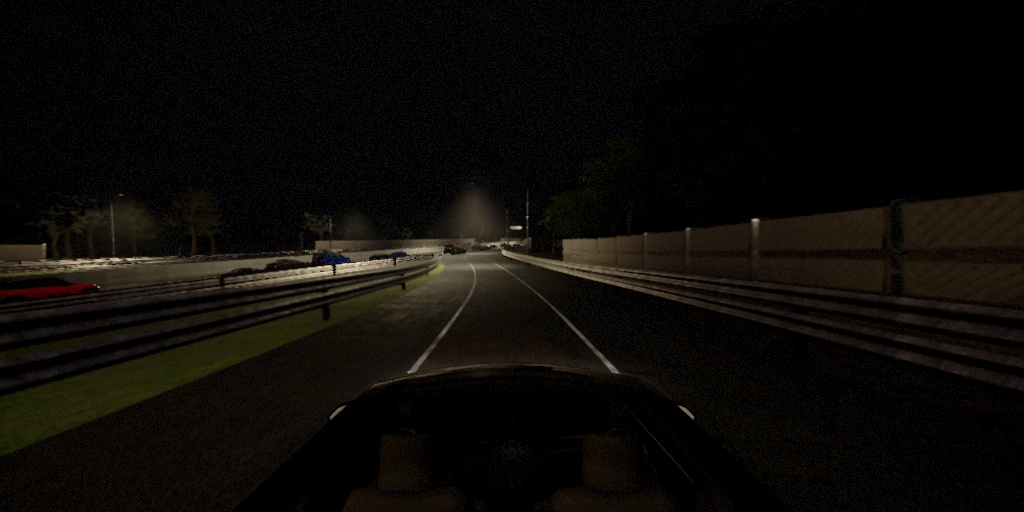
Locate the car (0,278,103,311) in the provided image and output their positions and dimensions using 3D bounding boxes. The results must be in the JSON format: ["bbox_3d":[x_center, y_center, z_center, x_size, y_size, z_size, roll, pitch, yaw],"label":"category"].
[{"bbox_3d":[-28.054,2.074,21.567,2.097,1.767,4.553,0,3,13],"label":"car"}]

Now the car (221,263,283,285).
[{"bbox_3d":[-22.340,1.710,30.516,1.994,1.385,4.181,0,3,13],"label":"car"}]

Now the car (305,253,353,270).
[{"bbox_3d":[-22.521,0.579,44.945,2.150,2.045,5.566,0,3,13],"label":"car"}]

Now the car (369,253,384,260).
[{"bbox_3d":[-22.253,0.089,61.282,1.895,1.301,4.718,0,3,13],"label":"car"}]

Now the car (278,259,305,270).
[{"bbox_3d":[-26.625,1.080,42.806,2.033,1.411,5.357,0,3,13],"label":"car"}]

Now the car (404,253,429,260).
[{"bbox_3d":[-15.442,0.082,59.670,1.895,1.301,4.718,0,3,13],"label":"car"}]

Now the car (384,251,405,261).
[{"bbox_3d":[-18.851,-0.036,60.456,1.882,1.535,5.008,0,3,13],"label":"car"}]
